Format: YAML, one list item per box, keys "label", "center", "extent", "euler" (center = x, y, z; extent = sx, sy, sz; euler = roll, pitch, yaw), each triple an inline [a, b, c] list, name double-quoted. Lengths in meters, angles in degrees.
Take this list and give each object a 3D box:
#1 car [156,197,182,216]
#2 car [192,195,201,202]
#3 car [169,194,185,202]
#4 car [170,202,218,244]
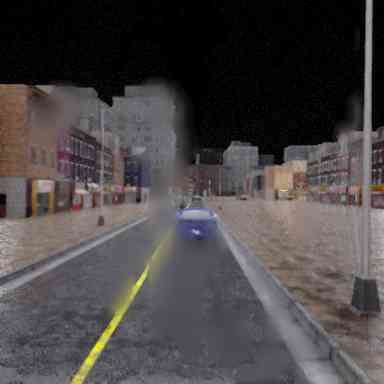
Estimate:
- label: "car"
  center: [-2.321, 1.526, 32.745]
  extent: [1.837, 1.490, 4.892]
  euler: [1, 0, 1]
- label: "car"
  center: [1.111, 1.476, 82.154]
  extent: [2.097, 1.767, 4.553]
  euler: [1, 0, 1]
- label: "car"
  center: [-2.156, 1.333, 44.516]
  extent: [2.150, 2.045, 5.566]
  euler: [1, 0, 1]
- label: "car"
  center: [0.198, 1.498, 15.999]
  extent: [1.882, 1.535, 5.008]
  euler: [1, 0, 1]
